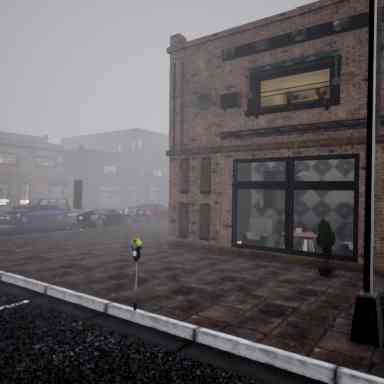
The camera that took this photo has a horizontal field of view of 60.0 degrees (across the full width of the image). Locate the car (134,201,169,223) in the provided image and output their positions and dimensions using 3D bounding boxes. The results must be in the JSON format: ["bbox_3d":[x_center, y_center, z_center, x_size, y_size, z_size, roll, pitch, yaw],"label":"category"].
[{"bbox_3d":[-3.015,1.724,28.629,1.967,1.590,4.097,0,0,36],"label":"car"}]

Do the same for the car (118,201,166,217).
[{"bbox_3d":[-5.219,1.726,35.432,2.128,1.511,4.902,1,0,36],"label":"car"}]

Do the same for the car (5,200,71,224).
[{"bbox_3d":[-12.015,1.649,26.086,1.812,1.442,4.674,1,0,36],"label":"car"}]

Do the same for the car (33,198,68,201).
[{"bbox_3d":[-13.054,1.415,29.073,2.192,1.841,5.009,0,0,36],"label":"car"}]

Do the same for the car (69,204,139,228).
[{"bbox_3d":[-6.281,1.797,24.142,1.947,1.339,4.313,0,0,36],"label":"car"}]
